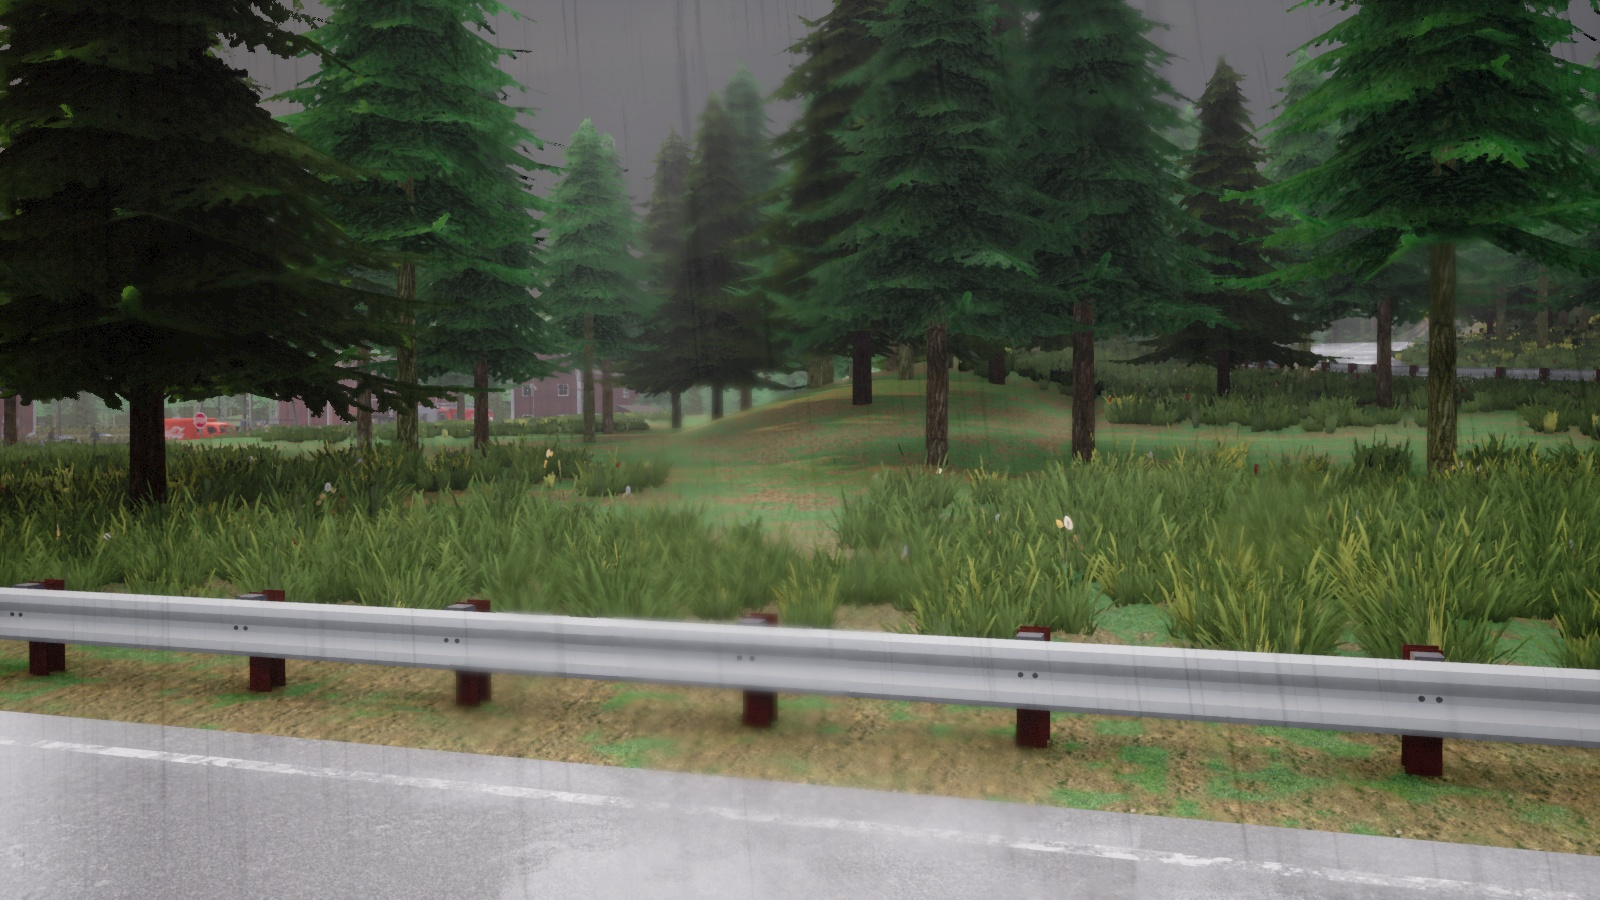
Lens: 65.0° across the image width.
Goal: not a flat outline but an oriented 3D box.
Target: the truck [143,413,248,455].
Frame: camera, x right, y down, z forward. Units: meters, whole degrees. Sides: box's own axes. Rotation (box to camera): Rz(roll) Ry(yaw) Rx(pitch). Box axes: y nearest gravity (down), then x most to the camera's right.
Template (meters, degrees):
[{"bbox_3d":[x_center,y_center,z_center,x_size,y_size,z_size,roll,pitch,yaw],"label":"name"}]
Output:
[{"bbox_3d":[-36.759,-0.989,76.405,5.204,2.467,2.627,0,2,14],"label":"truck"}]
